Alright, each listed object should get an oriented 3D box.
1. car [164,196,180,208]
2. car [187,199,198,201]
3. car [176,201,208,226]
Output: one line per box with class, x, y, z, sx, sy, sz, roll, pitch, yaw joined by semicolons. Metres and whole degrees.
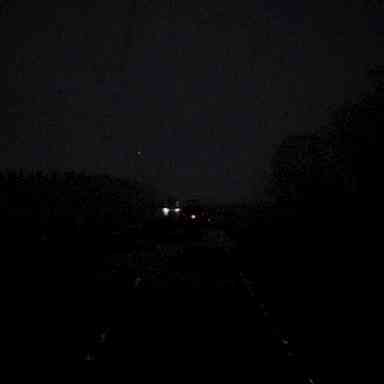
car;-2.786;1.408;47.660;2.097;1.767;4.553;0;0;0
car;0.077;1.595;41.697;2.033;1.411;5.357;0;0;0
car;0.088;1.591;23.819;1.994;1.385;4.181;0;0;0
